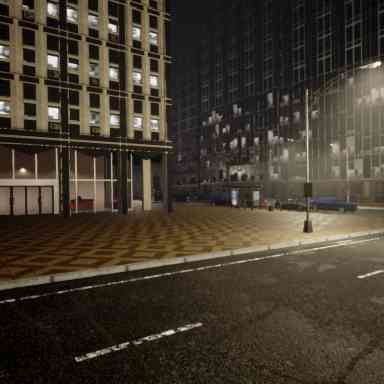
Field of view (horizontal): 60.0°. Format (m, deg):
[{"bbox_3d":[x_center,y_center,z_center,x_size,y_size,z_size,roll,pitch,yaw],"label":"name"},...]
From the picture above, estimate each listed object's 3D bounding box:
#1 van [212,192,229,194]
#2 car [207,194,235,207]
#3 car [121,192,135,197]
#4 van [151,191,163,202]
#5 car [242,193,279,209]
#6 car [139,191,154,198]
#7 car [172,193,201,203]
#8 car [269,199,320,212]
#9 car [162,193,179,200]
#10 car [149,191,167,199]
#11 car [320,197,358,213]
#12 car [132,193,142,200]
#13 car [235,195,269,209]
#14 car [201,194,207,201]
[{"bbox_3d":[4.903,0.855,58.863,1.690,1.788,3.998,0,1,-35],"label":"van"},{"bbox_3d":[4.405,1.319,44.724,1.947,1.339,4.313,0,1,-35],"label":"car"},{"bbox_3d":[-17.666,0.688,91.629,2.008,1.369,4.403,0,1,-35],"label":"car"},{"bbox_3d":[-5.222,0.937,58.792,1.690,1.788,3.998,0,1,-35],"label":"van"},{"bbox_3d":[8.789,1.099,43.003,2.097,1.767,4.553,-1,1,-34],"label":"car"},{"bbox_3d":[-11.218,0.686,82.267,1.967,1.590,4.097,0,1,-35],"label":"car"},{"bbox_3d":[-1.065,0.937,57.378,2.097,1.767,4.553,-1,1,-34],"label":"car"},{"bbox_3d":[10.792,1.424,35.318,1.947,1.339,4.313,0,1,-35],"label":"car"},{"bbox_3d":[-4.769,0.936,72.908,1.802,1.307,4.206,0,1,-35],"label":"car"},{"bbox_3d":[-7.994,0.615,77.585,2.192,1.841,5.009,0,1,-35],"label":"car"},{"bbox_3d":[14.588,1.317,34.585,1.882,1.535,5.008,-1,1,-35],"label":"car"},{"bbox_3d":[-11.671,1.039,68.155,2.008,1.369,4.403,0,1,-35],"label":"car"},{"bbox_3d":[7.581,1.388,40.011,1.802,1.307,4.206,0,1,-35],"label":"car"},{"bbox_3d":[1.679,1.043,63.547,1.802,1.307,4.206,0,1,-35],"label":"car"}]
